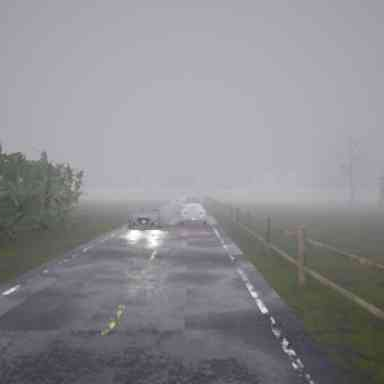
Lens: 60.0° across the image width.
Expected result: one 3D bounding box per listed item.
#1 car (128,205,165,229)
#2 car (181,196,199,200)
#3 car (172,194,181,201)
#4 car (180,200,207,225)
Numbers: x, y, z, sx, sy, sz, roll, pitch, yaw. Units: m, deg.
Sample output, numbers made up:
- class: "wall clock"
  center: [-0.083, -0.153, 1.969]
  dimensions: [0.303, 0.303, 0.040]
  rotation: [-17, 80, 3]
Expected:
- class: "car"
  center: [-2.855, 1.565, 21.598]
  dimensions: [1.994, 1.385, 4.181]
  rotation: [0, 0, 0]
- class: "car"
  center: [0.091, 1.343, 38.405]
  dimensions: [2.097, 1.767, 4.553]
  rotation: [0, 0, 0]
- class: "car"
  center: [-2.762, 1.159, 63.076]
  dimensions: [1.882, 1.535, 5.008]
  rotation: [0, 0, 0]
- class: "car"
  center: [0.091, 1.526, 24.078]
  dimensions: [1.812, 1.442, 4.674]
  rotation: [0, 0, 0]
